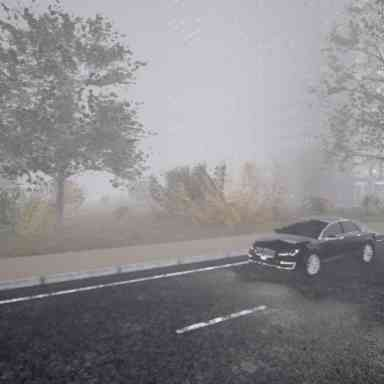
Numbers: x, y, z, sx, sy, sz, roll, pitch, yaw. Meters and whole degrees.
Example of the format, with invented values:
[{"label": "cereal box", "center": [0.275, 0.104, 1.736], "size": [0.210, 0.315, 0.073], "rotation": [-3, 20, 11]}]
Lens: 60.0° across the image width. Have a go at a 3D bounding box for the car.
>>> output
[{"label": "car", "center": [3.924, 1.554, 10.478], "size": [4.892, 1.490, 1.837], "rotation": [0, 0, -35]}]
